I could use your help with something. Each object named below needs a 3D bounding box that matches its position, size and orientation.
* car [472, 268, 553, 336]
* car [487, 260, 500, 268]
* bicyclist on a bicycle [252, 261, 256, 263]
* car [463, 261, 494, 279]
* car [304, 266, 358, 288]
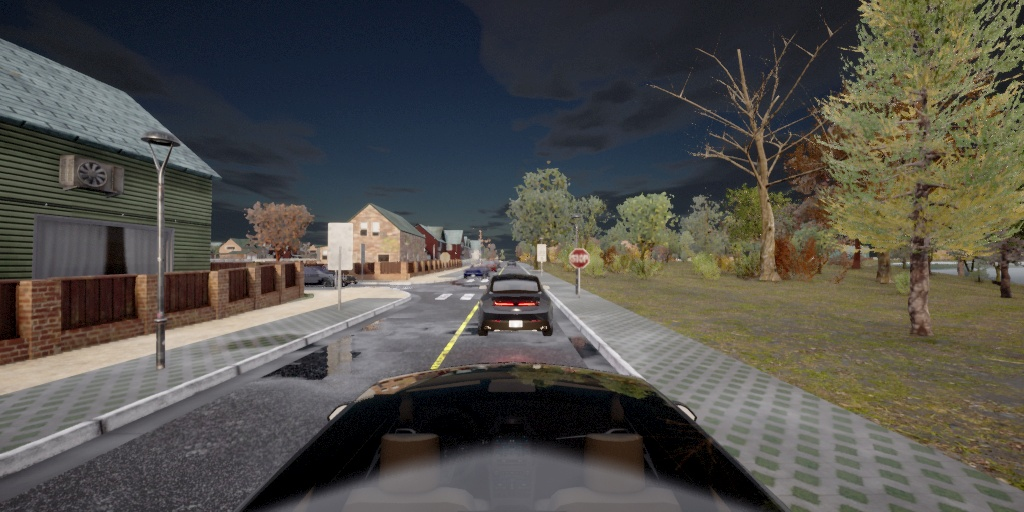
[{"bbox_3d":[0.079,1.262,10.378,1.837,1.490,4.892,0,0,0],"label":"car"},{"bbox_3d":[-2.897,1.306,45.552,1.882,1.535,5.008,0,1,0],"label":"car"},{"bbox_3d":[-20.276,1.238,28.334,0.582,1.620,1.656,0,-1,2],"label":"bicyclist on a bicycle"},{"bbox_3d":[-3.146,1.396,32.836,1.895,1.301,4.718,0,0,4],"label":"car"},{"bbox_3d":[-12.463,1.311,22.203,5.357,1.411,2.033,0,-2,3],"label":"car"}]
